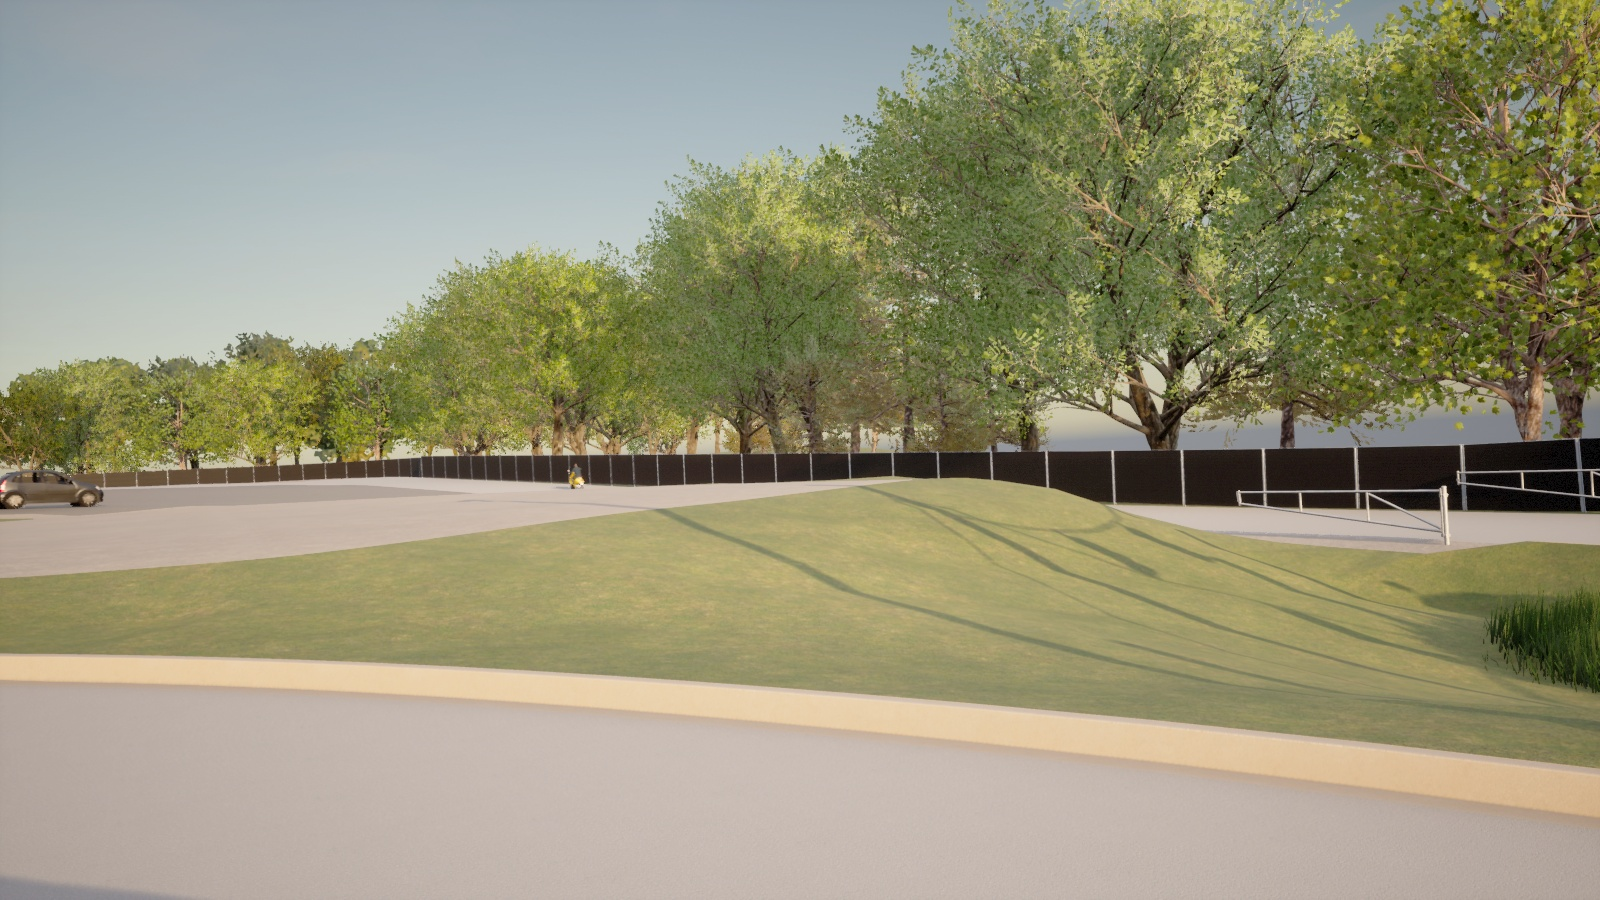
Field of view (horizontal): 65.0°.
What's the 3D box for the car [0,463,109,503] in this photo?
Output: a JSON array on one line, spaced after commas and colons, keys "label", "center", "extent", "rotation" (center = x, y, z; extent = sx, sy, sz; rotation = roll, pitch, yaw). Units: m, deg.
[{"label": "car", "center": [-31.571, 1.368, 52.840], "extent": [3.988, 1.617, 1.851], "rotation": [0, -1, -44]}]
